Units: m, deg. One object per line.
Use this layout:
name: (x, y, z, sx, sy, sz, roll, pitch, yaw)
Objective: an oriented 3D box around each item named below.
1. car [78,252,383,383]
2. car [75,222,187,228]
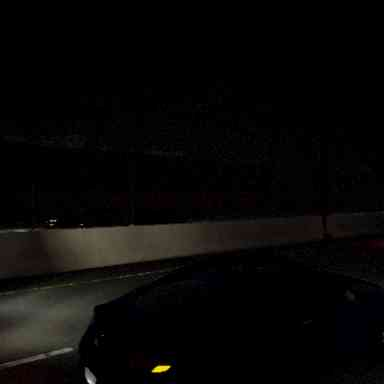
car: (0.948, 1.561, 4.402, 4.674, 1.442, 1.812, 1, 0, -35)
car: (-2.438, 1.575, 15.098, 4.892, 1.490, 1.837, 1, 0, -35)
